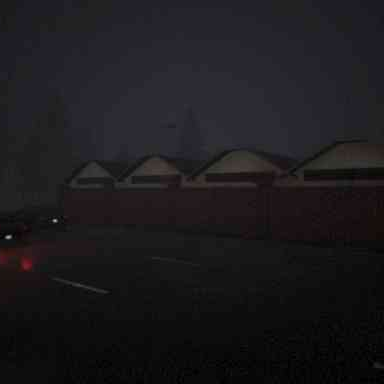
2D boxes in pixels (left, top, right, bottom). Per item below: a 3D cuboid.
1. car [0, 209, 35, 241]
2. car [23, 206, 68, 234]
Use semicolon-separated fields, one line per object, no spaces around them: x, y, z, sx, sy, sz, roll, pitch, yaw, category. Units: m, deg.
-9.329;1.552;14.937;4.718;1.301;1.895;0;0;35;car
-8.973;1.509;18.982;4.181;1.385;1.994;0;0;35;car
